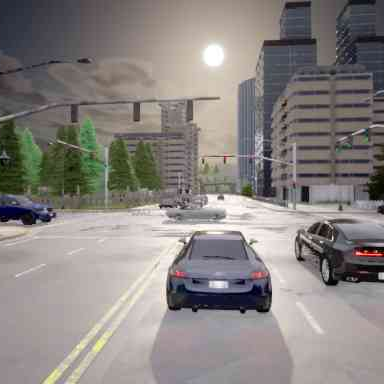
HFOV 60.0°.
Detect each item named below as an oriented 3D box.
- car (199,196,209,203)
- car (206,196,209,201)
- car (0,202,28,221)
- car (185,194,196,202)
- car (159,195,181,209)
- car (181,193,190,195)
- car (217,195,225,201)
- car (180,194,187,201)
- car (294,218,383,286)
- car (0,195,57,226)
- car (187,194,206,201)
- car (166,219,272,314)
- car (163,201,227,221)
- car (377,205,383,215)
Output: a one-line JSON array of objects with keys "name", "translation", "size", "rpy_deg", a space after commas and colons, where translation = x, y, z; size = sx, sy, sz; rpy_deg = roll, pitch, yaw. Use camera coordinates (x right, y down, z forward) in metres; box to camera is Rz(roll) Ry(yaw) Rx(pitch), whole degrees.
[{"name": "car", "translation": [2.443, 1.505, 68.413], "size": [1.837, 1.490, 4.892], "rpy_deg": [0, 0, 5]}, {"name": "car", "translation": [1.500, 1.352, 58.043], "size": [2.097, 1.767, 4.553], "rpy_deg": [0, 0, 5]}, {"name": "car", "translation": [-16.105, 1.564, 27.441], "size": [4.181, 1.385, 1.994], "rpy_deg": [0, 0, 5]}, {"name": "car", "translation": [-0.378, 1.352, 76.527], "size": [2.097, 1.767, 4.553], "rpy_deg": [0, 0, 5]}, {"name": "car", "translation": [-3.151, 1.547, 44.740], "size": [2.033, 1.411, 5.357], "rpy_deg": [0, 0, 5]}, {"name": "car", "translation": [-1.371, 1.222, 65.212], "size": [2.150, 2.045, 5.566], "rpy_deg": [0, 0, 5]}, {"name": "car", "translation": [7.431, 1.500, 85.849], "size": [1.837, 1.490, 4.892], "rpy_deg": [0, 0, 5]}, {"name": "car", "translation": [-2.300, 1.547, 54.778], "size": [2.033, 1.411, 5.357], "rpy_deg": [0, 0, 5]}, {"name": "car", "translation": [4.233, 1.505, 9.346], "size": [1.837, 1.490, 4.892], "rpy_deg": [0, 0, 5]}, {"name": "car", "translation": [-12.469, 1.224, 23.420], "size": [5.566, 2.045, 2.150], "rpy_deg": [0, 0, 9]}, {"name": "car", "translation": [0.718, 1.505, 48.952], "size": [1.837, 1.490, 4.892], "rpy_deg": [0, 0, 5]}, {"name": "car", "translation": [0.600, 1.564, 7.730], "size": [1.994, 1.385, 4.181], "rpy_deg": [0, 0, 4]}, {"name": "car", "translation": [0.419, 1.601, 26.055], "size": [4.718, 1.301, 1.895], "rpy_deg": [0, 0, 5]}, {"name": "car", "translation": [20.371, 1.478, 31.618], "size": [5.008, 1.535, 1.882], "rpy_deg": [0, 0, 5]}]
